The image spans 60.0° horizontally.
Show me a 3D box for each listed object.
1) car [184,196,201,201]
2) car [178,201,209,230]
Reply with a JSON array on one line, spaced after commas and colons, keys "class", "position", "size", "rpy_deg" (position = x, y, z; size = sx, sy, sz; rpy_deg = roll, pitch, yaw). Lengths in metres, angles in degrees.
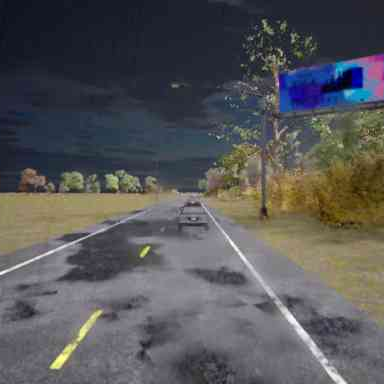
[{"class": "car", "position": [0.096, 1.325, 42.496], "size": [2.097, 1.767, 4.553], "rpy_deg": [0, 0, 0]}, {"class": "car", "position": [0.096, 1.534, 20.997], "size": [2.033, 1.411, 5.357], "rpy_deg": [0, 0, 0]}]
